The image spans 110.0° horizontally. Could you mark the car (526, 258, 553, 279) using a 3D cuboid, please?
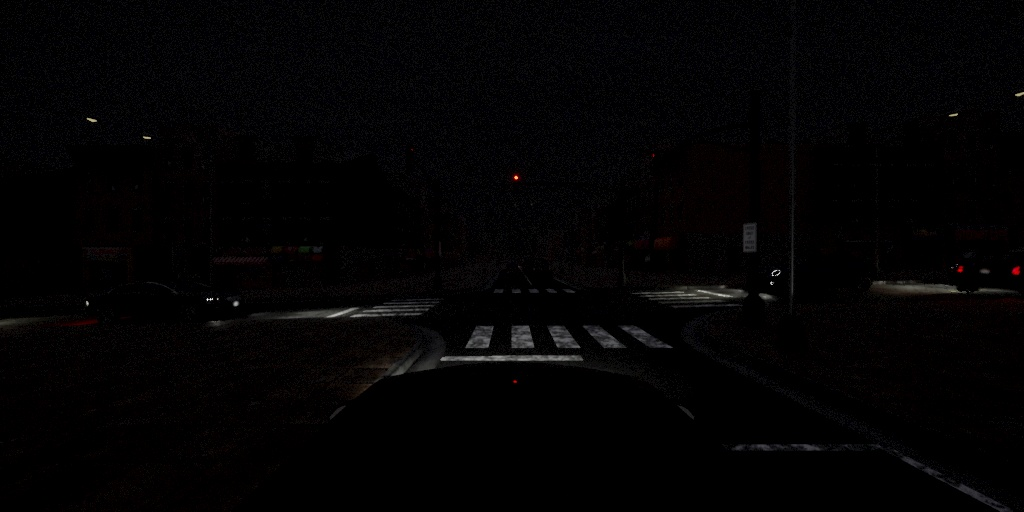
[{"bbox_3d":[2.632,1.225,33.158,1.967,1.591,4.097,0,0,0],"label":"car"}]

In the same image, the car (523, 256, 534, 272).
[{"bbox_3d":[2.631,1.113,38.560,2.192,1.841,5.009,0,0,0],"label":"car"}]

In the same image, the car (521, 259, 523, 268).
[{"bbox_3d":[2.630,1.127,43.962,2.192,1.841,5.009,0,0,0],"label":"car"}]

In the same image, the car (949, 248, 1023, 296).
[{"bbox_3d":[19.767,0.538,13.391,4.553,1.767,2.097,-1,0,0],"label":"car"}]

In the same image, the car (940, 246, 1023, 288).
[{"bbox_3d":[23.076,0.434,16.346,4.553,1.767,2.097,-1,0,0],"label":"car"}]

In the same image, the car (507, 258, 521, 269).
[{"bbox_3d":[0.089,1.346,61.338,1.882,1.535,5.008,0,0,0],"label":"car"}]

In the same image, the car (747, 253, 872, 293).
[{"bbox_3d":[13.358,0.686,16.349,4.553,1.767,2.097,-1,0,1],"label":"car"}]

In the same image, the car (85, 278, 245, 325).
[{"bbox_3d":[-12.725,1.591,13.325,4.902,1.511,2.128,-2,0,0],"label":"car"}]

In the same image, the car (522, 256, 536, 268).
[{"bbox_3d":[2.971,1.107,64.391,2.150,2.045,5.566,0,0,0],"label":"car"}]
